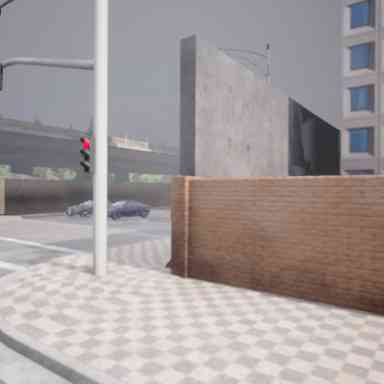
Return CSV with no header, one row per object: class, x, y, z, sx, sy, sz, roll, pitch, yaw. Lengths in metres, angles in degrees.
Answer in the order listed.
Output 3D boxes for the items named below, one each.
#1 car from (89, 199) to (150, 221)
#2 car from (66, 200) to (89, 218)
car,-5.183,1.343,25.408,1.812,1.442,4.674,0,0,35
car,-8.074,1.319,27.416,1.812,1.442,4.674,0,0,36
